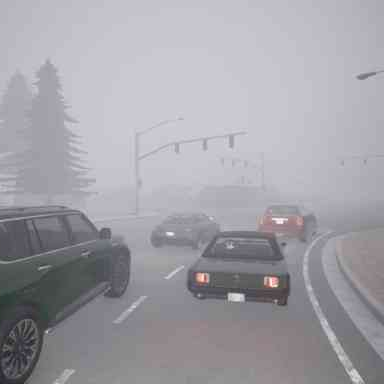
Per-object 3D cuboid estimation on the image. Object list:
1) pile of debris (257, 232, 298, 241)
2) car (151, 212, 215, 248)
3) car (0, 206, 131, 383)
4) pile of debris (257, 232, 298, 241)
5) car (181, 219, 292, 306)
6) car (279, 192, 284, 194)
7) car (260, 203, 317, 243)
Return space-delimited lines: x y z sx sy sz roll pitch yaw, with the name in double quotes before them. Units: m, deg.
"pile of debris" 4.180 2.149 16.134 1.500 0.140 1.860 0 0 29
"car" -0.129 1.548 14.454 1.994 1.385 4.181 0 0 20
"car" -2.789 1.222 5.493 2.150 2.045 5.566 0 0 8
"pile of debris" 4.180 2.149 16.134 1.500 0.140 1.860 0 0 29
"car" 1.327 1.590 8.097 1.895 1.301 4.718 0 0 14
"car" 24.747 1.052 92.187 4.605 1.855 1.932 0 0 40
"car" 4.800 1.324 16.375 2.097 1.767 4.553 0 0 27
